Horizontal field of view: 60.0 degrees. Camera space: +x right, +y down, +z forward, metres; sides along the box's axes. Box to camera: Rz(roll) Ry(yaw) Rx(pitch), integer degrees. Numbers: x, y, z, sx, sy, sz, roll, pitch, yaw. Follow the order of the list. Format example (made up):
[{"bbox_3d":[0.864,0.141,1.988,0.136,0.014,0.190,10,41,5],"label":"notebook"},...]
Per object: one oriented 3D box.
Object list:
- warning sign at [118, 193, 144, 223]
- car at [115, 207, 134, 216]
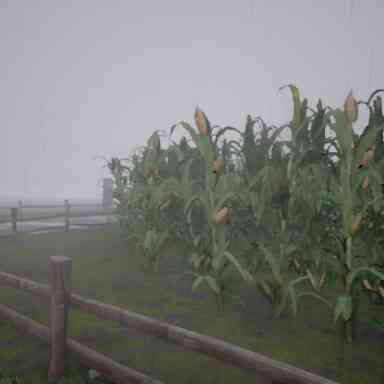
[{"bbox_3d":[-4.009,1.045,21.911,1.300,1.860,1.060,2,1,35],"label":"warning sign"},{"bbox_3d":[-4.579,1.394,30.335,2.033,1.411,5.357,1,1,35],"label":"car"}]
